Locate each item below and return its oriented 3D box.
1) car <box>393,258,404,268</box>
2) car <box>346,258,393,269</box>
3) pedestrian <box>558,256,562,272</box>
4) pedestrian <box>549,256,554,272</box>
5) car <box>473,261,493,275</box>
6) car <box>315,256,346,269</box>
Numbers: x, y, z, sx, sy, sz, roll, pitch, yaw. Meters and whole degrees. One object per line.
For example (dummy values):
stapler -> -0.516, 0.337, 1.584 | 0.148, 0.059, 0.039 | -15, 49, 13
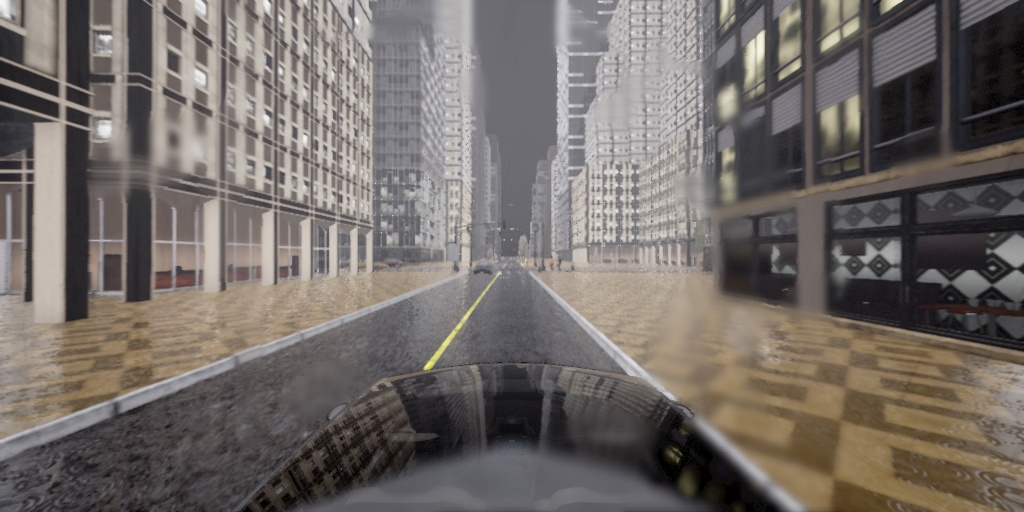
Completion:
car -> -19.193, 1.062, 56.218 | 4.097, 1.591, 1.967 | 0, 0, -1
car -> -18.885, 1.124, 47.582 | 4.829, 1.417, 1.751 | 0, 0, -1
pedestrian -> 5.648, 0.940, 42.543 | 0.375, 1.860, 0.375 | 0, 0, 0
pedestrian -> 4.647, 0.883, 41.943 | 0.375, 1.860, 0.375 | 0, 0, 0
car -> -3.013, 1.265, 38.727 | 2.033, 1.411, 5.357 | 0, 0, 0
car -> -24.733, 0.881, 47.518 | 5.009, 1.841, 2.192 | 0, 0, -1
